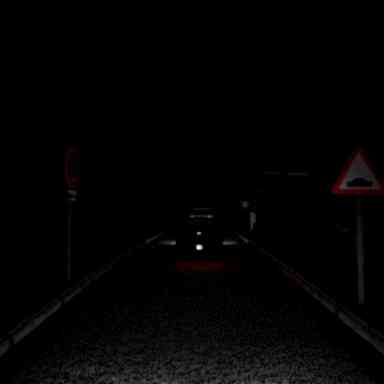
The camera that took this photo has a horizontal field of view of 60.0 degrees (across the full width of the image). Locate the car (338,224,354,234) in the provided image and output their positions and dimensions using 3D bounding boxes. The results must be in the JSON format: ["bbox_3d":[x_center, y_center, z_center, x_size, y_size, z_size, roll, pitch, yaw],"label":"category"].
[{"bbox_3d":[25.590,6.407,59.113,2.002,1.452,4.674,8,-6,-29],"label":"car"}]

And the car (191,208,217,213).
[{"bbox_3d":[0.790,2.425,29.866,2.150,2.045,5.566,0,-3,0],"label":"car"}]

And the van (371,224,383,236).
[{"bbox_3d":[31.614,6.740,60.008,1.878,1.987,4.442,8,-6,-29],"label":"van"}]

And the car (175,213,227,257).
[{"bbox_3d":[0.309,1.850,14.542,1.837,1.490,4.892,0,-2,1],"label":"car"}]

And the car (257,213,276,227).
[{"bbox_3d":[10.816,4.613,56.560,2.435,2.045,5.566,8,-6,-30],"label":"car"}]

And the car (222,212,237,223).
[{"bbox_3d":[4.846,4.170,55.511,2.185,1.767,4.553,5,-5,-31],"label":"car"}]

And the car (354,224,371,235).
[{"bbox_3d":[28.471,6.670,59.762,1.946,1.575,5.366,7,-5,-29],"label":"car"}]

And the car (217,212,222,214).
[{"bbox_3d":[1.966,3.863,54.928,2.435,2.045,5.566,2,-4,-30],"label":"car"}]

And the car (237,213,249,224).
[{"bbox_3d":[7.819,4.432,56.005,2.185,1.767,4.553,7,-5,-30],"label":"car"}]

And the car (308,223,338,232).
[{"bbox_3d":[22.620,6.106,58.605,2.002,1.452,4.674,7,-5,-29],"label":"car"}]

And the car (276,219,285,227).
[{"bbox_3d":[13.649,5.167,57.247,1.946,1.575,5.366,7,-5,-30],"label":"car"}]
